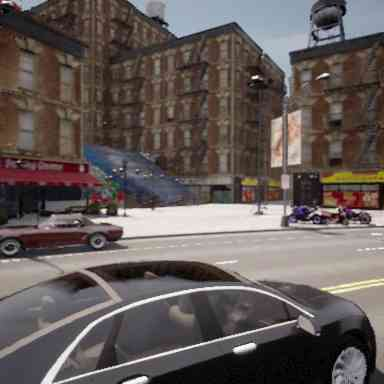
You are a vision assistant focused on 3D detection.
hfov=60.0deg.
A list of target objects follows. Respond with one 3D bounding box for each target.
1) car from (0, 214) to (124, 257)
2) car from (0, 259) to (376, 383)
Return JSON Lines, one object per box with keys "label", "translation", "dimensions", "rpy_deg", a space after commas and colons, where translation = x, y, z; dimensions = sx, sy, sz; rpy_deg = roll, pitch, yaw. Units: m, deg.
{"label": "car", "translation": [-5.120, 1.522, 12.596], "dimensions": [4.718, 1.301, 1.895], "rpy_deg": [0, 0, -28]}
{"label": "car", "translation": [-0.081, 1.489, 3.413], "dimensions": [4.892, 1.490, 1.837], "rpy_deg": [0, 0, -33]}
